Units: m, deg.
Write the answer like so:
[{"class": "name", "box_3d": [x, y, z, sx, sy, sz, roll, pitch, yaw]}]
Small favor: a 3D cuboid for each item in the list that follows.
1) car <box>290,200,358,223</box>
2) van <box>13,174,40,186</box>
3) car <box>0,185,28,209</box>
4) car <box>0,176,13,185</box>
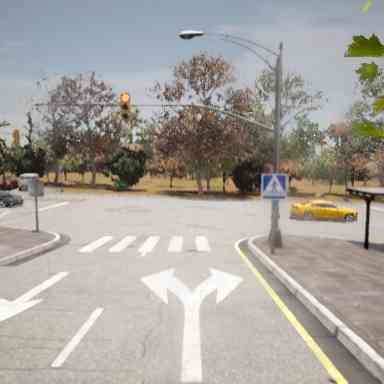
[{"class": "car", "box_3d": [10.221, 1.419, 25.804, 5.008, 1.535, 1.882, 2, 5, 2]}, {"class": "van", "box_3d": [-20.283, -1.236, 41.348, 1.878, 1.987, 4.442, 1, 5, -14]}, {"class": "car", "box_3d": [-16.492, 0.478, 27.581, 4.892, 1.490, 1.837, 3, 6, 5]}, {"class": "car", "box_3d": [-23.252, -1.262, 41.746, 2.185, 1.767, 4.553, 0, 5, -13]}]
